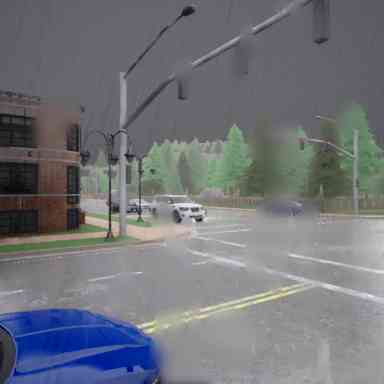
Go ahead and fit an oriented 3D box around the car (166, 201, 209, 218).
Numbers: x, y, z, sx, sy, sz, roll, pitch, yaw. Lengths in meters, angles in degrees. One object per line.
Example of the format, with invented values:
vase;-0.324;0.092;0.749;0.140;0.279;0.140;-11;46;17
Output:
car;-0.477;1.564;30.789;1.994;1.385;4.181;0;0;-35

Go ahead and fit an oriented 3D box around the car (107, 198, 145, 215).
car;-6.639;1.564;33.513;1.994;1.385;4.181;0;0;-34

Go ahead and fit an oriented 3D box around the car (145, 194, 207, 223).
car;-1.230;1.221;25.806;2.150;2.045;5.566;0;0;-33

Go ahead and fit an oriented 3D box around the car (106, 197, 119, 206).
car;-12.617;1.564;54.574;1.994;1.385;4.181;0;0;-35

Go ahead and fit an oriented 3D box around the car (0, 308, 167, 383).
car;-2.481;1.478;1.971;5.008;1.535;1.882;0;0;-36

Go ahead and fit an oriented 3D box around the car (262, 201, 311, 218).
car;8.506;1.526;30.098;1.812;1.442;4.674;-1;0;-35

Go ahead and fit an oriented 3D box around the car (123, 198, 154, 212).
car;-6.349;1.526;39.232;1.812;1.442;4.674;0;0;-35
